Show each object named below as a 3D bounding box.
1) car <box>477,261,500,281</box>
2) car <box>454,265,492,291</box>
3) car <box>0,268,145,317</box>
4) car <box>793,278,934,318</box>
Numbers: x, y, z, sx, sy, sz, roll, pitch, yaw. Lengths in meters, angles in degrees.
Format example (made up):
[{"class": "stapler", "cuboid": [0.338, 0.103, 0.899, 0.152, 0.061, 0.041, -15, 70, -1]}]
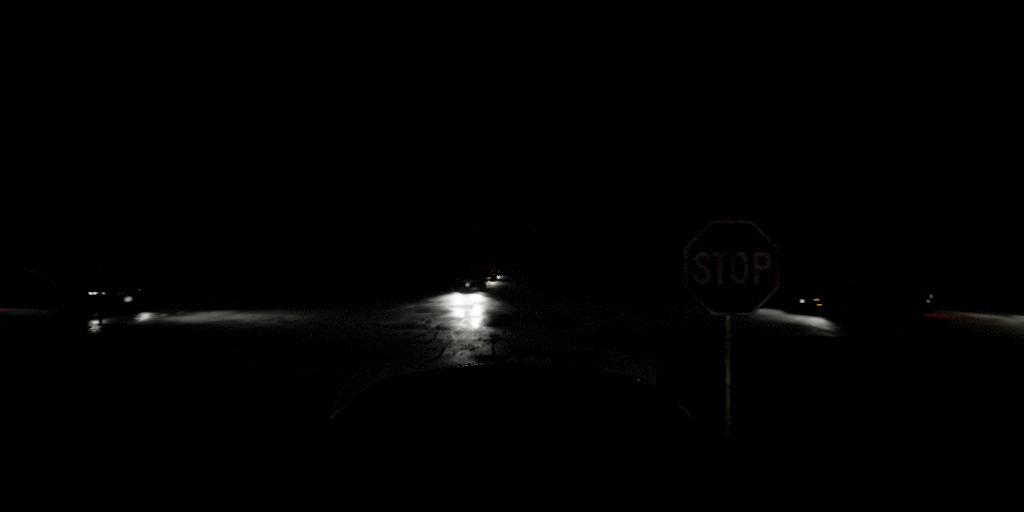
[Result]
[{"class": "car", "cuboid": [-2.744, 1.510, 38.051, 2.150, 2.045, 5.566, 0, -1, 0]}, {"class": "car", "cuboid": [-2.780, 1.570, 24.890, 2.128, 1.511, 4.902, 0, -1, 0]}, {"class": "car", "cuboid": [-15.415, 1.158, 12.139, 4.902, 1.511, 2.128, 1, 0, 0]}, {"class": "car", "cuboid": [14.500, 1.679, 14.944, 4.892, 1.490, 1.837, 1, 0, -1]}]
